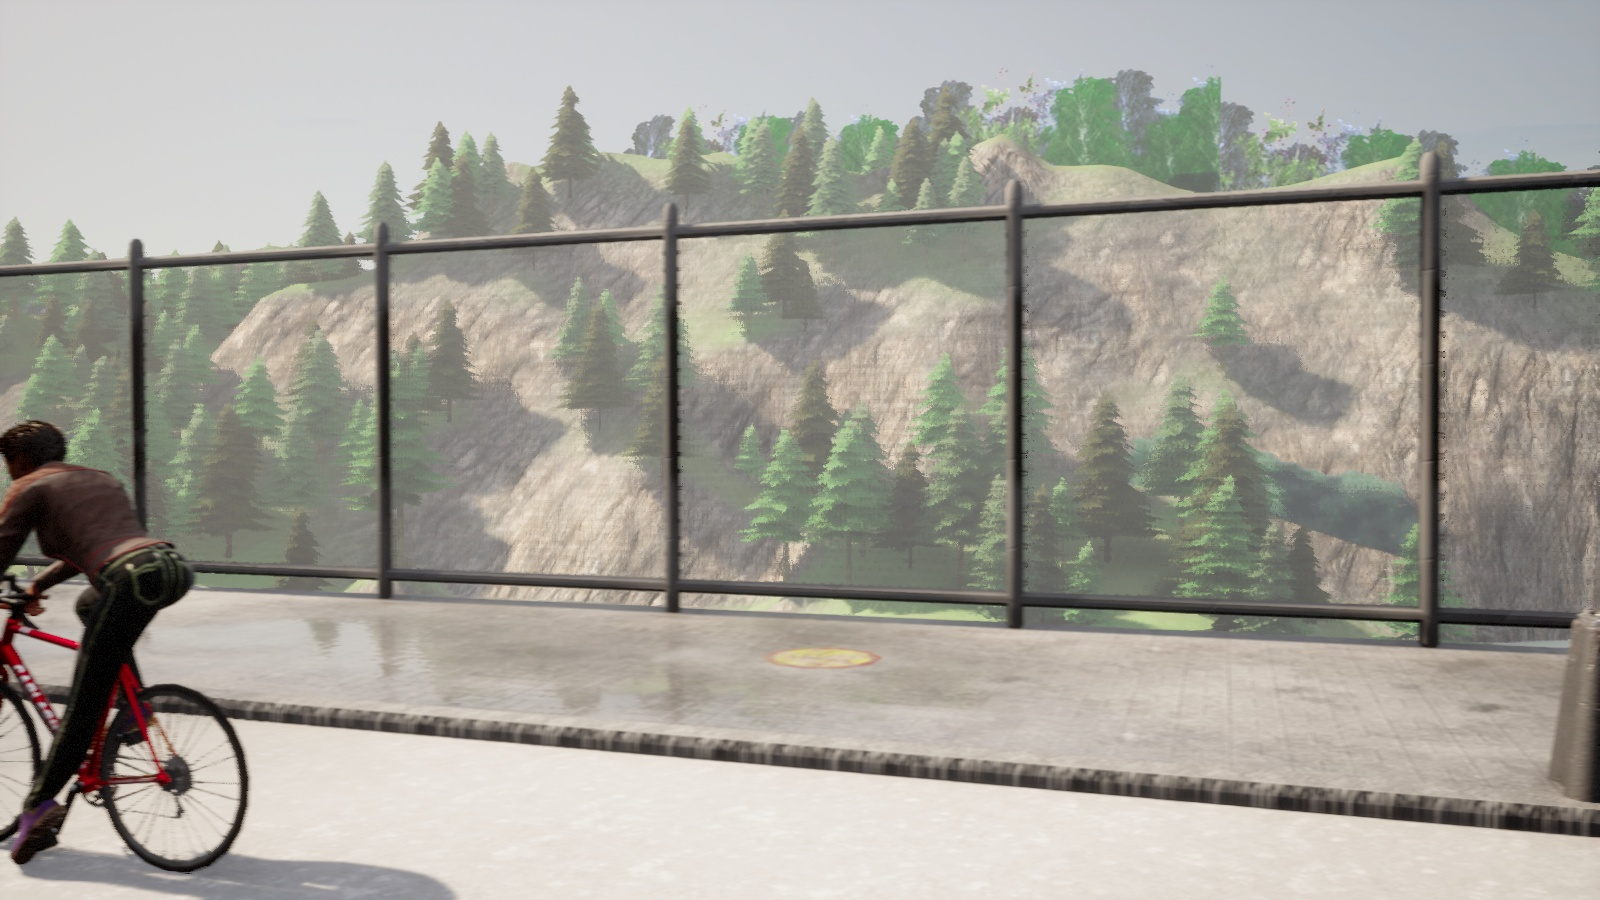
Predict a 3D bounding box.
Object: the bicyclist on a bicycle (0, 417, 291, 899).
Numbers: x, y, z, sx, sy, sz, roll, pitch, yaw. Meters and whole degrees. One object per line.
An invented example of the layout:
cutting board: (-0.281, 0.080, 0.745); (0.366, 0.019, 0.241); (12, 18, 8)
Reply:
bicyclist on a bicycle: (-2.774, 0.694, 4.653); (1.656, 1.620, 0.582); (0, 1, 19)
